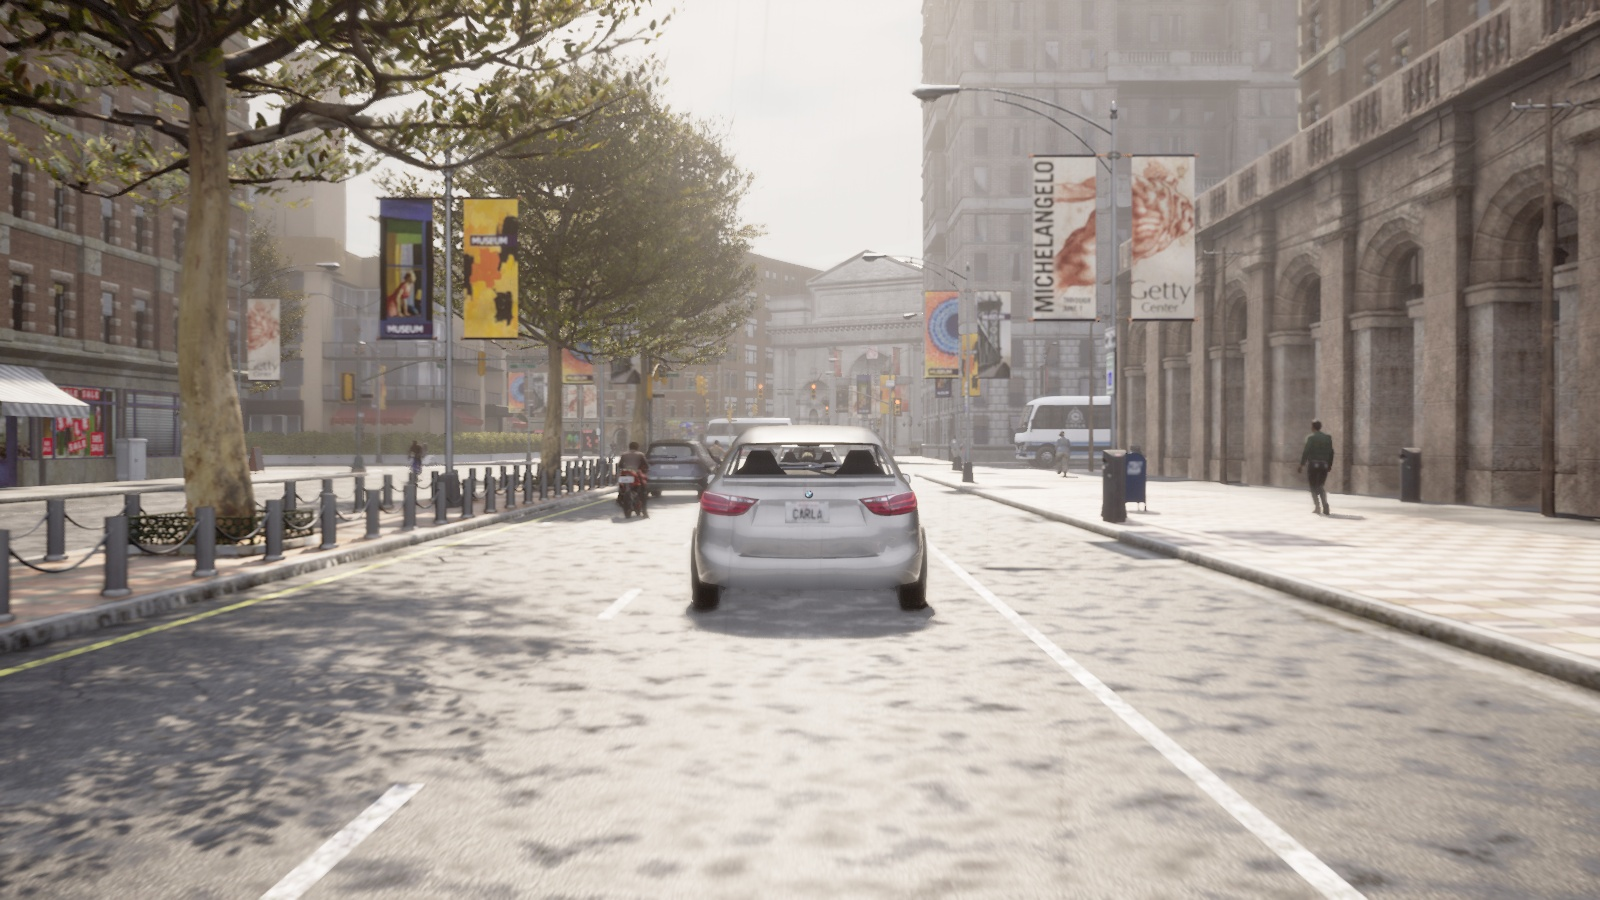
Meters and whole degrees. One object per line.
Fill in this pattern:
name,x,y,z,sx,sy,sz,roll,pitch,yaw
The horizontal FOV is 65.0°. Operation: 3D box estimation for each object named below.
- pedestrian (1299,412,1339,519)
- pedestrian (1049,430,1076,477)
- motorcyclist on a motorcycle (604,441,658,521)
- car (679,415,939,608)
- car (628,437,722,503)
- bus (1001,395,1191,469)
pedestrian,9.618,0.280,23.286,0.423,1.949,0.788,0,0,2
pedestrian,10.297,0.134,49.252,0.874,1.855,0.900,0,0,0
motorcyclist on a motorcycle,-3.343,0.585,25.033,0.797,1.523,2.044,0,0,0
car,0.090,0.517,13.143,2.242,1.667,4.611,0,0,0
car,-3.292,0.482,33.971,2.033,1.649,4.856,0,0,0
bus,17.372,-1.035,74.364,10.273,4.253,3.944,0,0,0
